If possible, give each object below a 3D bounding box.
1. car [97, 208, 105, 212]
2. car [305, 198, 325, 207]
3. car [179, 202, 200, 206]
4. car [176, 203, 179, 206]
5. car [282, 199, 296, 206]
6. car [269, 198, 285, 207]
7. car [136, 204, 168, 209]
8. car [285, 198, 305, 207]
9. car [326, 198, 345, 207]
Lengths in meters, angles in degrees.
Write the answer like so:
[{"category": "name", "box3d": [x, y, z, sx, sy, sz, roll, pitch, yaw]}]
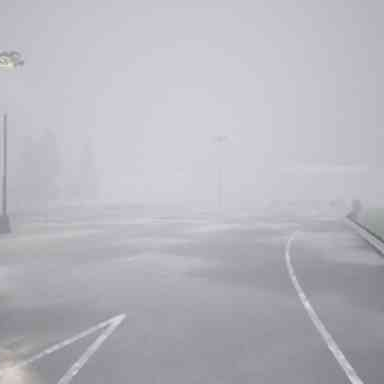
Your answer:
[{"category": "car", "box3d": [-11.928, 2.494, 49.248, 1.895, 1.301, 4.718, -1, -1, 29]}, {"category": "car", "box3d": [22.873, 2.116, 61.718, 1.994, 1.385, 4.181, -1, -1, 29]}, {"category": "car", "box3d": [-0.149, 2.501, 63.416, 1.994, 1.385, 4.181, -1, -1, 29]}, {"category": "car", "box3d": [-4.152, 2.600, 63.393, 1.895, 1.301, 4.718, -1, -1, 29]}, {"category": "car", "box3d": [21.531, 2.245, 73.853, 1.994, 1.385, 4.181, -1, -1, 29]}, {"category": "car", "box3d": [16.699, 2.053, 65.023, 2.097, 1.767, 4.553, -1, -1, 29]}, {"category": "car", "box3d": [-5.352, 2.276, 46.698, 1.812, 1.442, 4.674, -1, -1, 29]}, {"category": "car", "box3d": [19.602, 2.128, 63.032, 1.837, 1.490, 4.892, -1, -1, 29]}, {"category": "car", "box3d": [25.743, 1.980, 59.675, 1.837, 1.490, 4.892, -1, -1, 29]}]
